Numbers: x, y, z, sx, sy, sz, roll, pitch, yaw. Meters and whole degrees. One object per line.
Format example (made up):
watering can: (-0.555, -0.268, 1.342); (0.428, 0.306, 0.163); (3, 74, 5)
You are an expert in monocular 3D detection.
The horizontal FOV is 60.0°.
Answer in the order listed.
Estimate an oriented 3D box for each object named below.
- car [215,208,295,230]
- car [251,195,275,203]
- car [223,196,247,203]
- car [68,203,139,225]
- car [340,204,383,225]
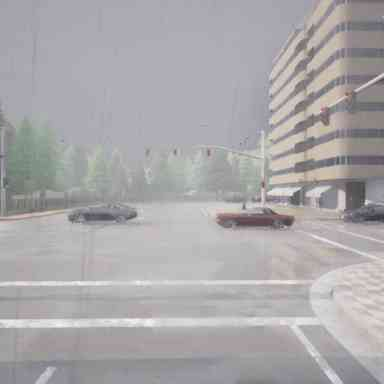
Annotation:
car: (3.769, 1.620, 20.566); (4.718, 1.301, 1.895); (1, 0, -1)
car: (14.171, 1.518, 67.955); (4.674, 1.442, 1.812); (0, 0, -34)
car: (8.858, 1.540, 68.250); (5.357, 1.411, 2.033); (0, 0, -38)
car: (-6.319, 1.521, 23.893); (4.902, 1.511, 2.128); (0, 0, -1)
car: (13.259, 1.579, 24.209); (4.674, 1.442, 1.812); (0, 0, -1)
